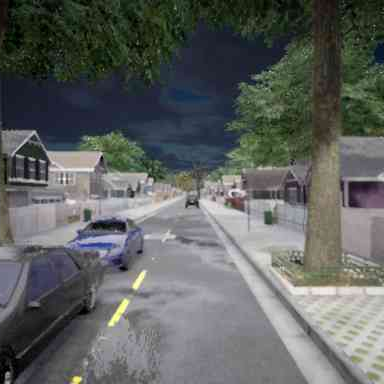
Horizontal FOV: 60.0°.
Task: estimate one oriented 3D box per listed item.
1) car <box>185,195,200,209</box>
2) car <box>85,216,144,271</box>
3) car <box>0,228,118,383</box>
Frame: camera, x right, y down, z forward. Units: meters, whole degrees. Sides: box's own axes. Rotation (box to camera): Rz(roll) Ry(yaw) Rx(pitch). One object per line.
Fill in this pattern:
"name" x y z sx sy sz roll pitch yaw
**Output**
"car" 0.046 1.491 51.818 2.150 2.045 5.566 0 0 0
"car" -2.740 1.582 11.223 1.812 1.442 4.674 0 0 0
"car" -2.799 1.572 4.960 2.033 1.411 5.357 0 0 0
